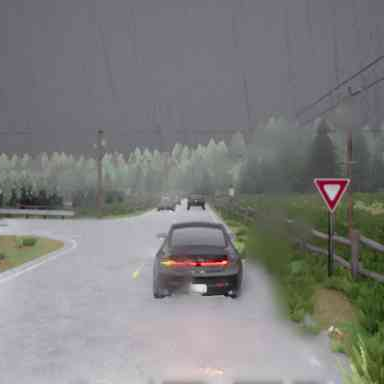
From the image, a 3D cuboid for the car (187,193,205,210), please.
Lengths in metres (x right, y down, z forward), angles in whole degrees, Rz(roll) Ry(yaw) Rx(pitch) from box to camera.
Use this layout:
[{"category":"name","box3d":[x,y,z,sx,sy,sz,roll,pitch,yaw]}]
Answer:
[{"category":"car","box3d":[0.532,1.198,43.530,2.150,2.045,5.566,0,0,1]}]

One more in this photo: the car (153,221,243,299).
[{"category":"car","box3d":[0.131,1.500,8.446,1.837,1.490,4.892,0,0,0]}]

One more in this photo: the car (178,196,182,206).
[{"category":"car","box3d":[-2.815,1.462,54.930,2.128,1.511,4.902,0,0,0]}]

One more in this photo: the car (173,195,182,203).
[{"category":"car","box3d":[-3.140,1.475,70.051,1.812,1.442,4.674,0,0,-2]}]

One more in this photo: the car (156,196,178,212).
[{"category":"car","box3d":[-2.924,1.484,38.288,1.837,1.490,4.892,0,0,1]}]

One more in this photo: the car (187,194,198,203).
[{"category":"car","box3d":[0.085,1.313,69.622,2.097,1.767,4.553,0,0,-3]}]
